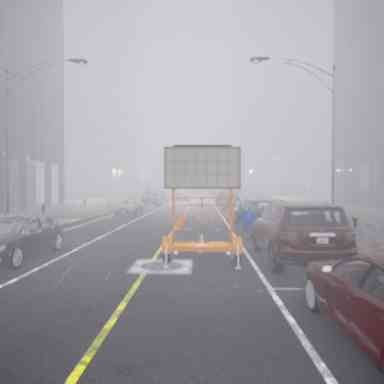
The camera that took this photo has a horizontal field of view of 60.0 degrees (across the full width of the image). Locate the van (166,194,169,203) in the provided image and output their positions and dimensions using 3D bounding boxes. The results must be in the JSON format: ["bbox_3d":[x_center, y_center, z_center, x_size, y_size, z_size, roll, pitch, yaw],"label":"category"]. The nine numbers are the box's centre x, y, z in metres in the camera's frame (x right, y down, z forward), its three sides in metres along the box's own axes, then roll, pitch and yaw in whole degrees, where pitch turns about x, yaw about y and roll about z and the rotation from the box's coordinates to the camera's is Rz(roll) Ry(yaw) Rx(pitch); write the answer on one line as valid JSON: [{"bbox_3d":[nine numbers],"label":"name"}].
[{"bbox_3d":[-4.410,0.670,43.435,1.690,1.788,3.998,0,1,2],"label":"van"}]

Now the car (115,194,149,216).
[{"bbox_3d":[-4.941,1.108,26.704,1.752,1.417,4.829,0,1,2],"label":"car"}]

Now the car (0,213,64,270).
[{"bbox_3d":[-5.462,1.382,10.310,2.008,1.369,4.403,0,1,2],"label":"car"}]

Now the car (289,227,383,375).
[{"bbox_3d":[2.902,1.479,4.503,1.887,1.381,4.507,0,1,2],"label":"car"}]

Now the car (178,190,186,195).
[{"bbox_3d":[-2.848,0.183,92.784,1.947,1.339,4.313,0,1,2],"label":"car"}]

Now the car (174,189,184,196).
[{"bbox_3d":[-3.205,0.089,81.501,2.192,1.841,5.009,0,1,2],"label":"car"}]

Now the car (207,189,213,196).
[{"bbox_3d":[5.315,0.108,81.222,2.192,1.841,5.009,0,1,2],"label":"car"}]

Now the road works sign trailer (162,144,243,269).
[{"bbox_3d":[0.323,0.301,10.562,2.380,3.560,2.880,0,1,2],"label":"road works sign trailer"}]

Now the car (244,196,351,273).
[{"bbox_3d":[3.075,1.165,10.021,2.192,1.841,5.009,0,1,2],"label":"car"}]

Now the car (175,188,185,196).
[{"bbox_3d":[-3.027,0.010,87.141,2.192,1.841,5.009,0,1,2],"label":"car"}]

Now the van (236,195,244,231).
[{"bbox_3d":[3.248,1.107,15.543,1.690,1.788,3.998,0,1,2],"label":"van"}]

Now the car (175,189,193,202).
[{"bbox_3d":[-1.419,0.708,51.346,2.128,1.511,4.902,0,1,2],"label":"car"}]

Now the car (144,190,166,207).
[{"bbox_3d":[-4.585,0.727,37.913,2.192,1.841,5.009,0,1,2],"label":"car"}]

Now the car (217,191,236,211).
[{"bbox_3d":[3.769,0.955,32.112,1.967,1.590,4.097,0,1,2],"label":"car"}]

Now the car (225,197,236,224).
[{"bbox_3d":[3.422,1.233,21.069,2.008,1.369,4.403,0,1,2],"label":"car"}]

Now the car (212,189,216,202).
[{"bbox_3d":[4.115,0.663,43.154,2.192,1.841,5.009,0,1,2],"label":"car"}]

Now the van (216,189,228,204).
[{"bbox_3d":[3.942,0.772,37.631,1.690,1.788,3.998,0,1,2],"label":"van"}]
